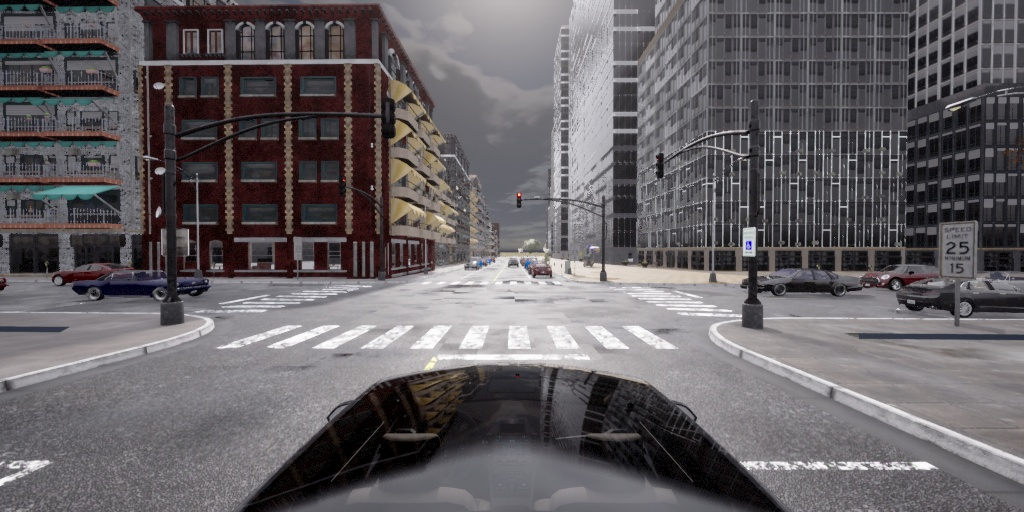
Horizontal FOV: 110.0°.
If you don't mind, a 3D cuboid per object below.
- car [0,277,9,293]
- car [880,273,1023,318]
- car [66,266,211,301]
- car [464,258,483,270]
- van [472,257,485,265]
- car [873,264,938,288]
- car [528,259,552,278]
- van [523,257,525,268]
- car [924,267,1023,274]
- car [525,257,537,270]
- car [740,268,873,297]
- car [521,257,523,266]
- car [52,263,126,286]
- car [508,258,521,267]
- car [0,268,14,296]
[{"bbox_3d":[-22.594,1.259,13.691,4.507,1.381,1.888,0,0,1],"label":"car"},{"bbox_3d":[16.743,1.445,13.051,4.403,1.370,2.007,0,0,1],"label":"car"},{"bbox_3d":[-16.638,1.299,16.300,4.718,1.301,1.895,0,1,1],"label":"car"},{"bbox_3d":[-5.569,1.269,50.319,1.948,1.339,4.313,0,0,0],"label":"car"},{"bbox_3d":[-5.555,1.036,55.965,1.690,1.789,3.998,0,0,0],"label":"van"},{"bbox_3d":[23.424,1.230,21.582,4.097,1.591,1.967,0,0,1],"label":"car"},{"bbox_3d":[2.737,1.271,33.394,1.888,1.381,4.507,0,0,0],"label":"car"},{"bbox_3d":[2.779,1.044,50.331,1.690,1.789,3.998,0,0,0],"label":"van"},{"bbox_3d":[25.258,1.443,18.818,4.718,1.301,1.895,0,1,1],"label":"car"},{"bbox_3d":[2.751,1.159,39.039,1.967,1.591,4.097,0,0,0],"label":"car"},{"bbox_3d":[15.231,1.342,18.987,5.357,1.411,2.033,0,1,1],"label":"car"},{"bbox_3d":[2.793,1.240,55.977,1.888,1.381,4.507,0,0,0],"label":"car"},{"bbox_3d":[-25.805,1.109,22.355,4.507,1.381,1.888,0,0,1],"label":"car"},{"bbox_3d":[0.257,1.281,64.036,1.895,1.301,4.718,0,0,0],"label":"car"},{"bbox_3d":[-26.518,1.255,16.463,4.718,1.301,1.895,0,1,1],"label":"car"}]
